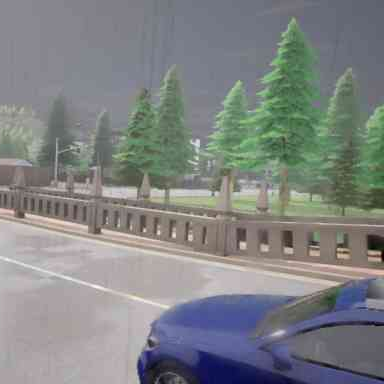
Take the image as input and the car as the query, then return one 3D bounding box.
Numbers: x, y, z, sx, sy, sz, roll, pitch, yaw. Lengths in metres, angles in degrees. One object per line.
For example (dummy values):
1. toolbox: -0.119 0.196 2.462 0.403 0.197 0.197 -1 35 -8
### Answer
1. car: 1.627 1.526 2.829 4.674 1.442 1.812 0 0 35
